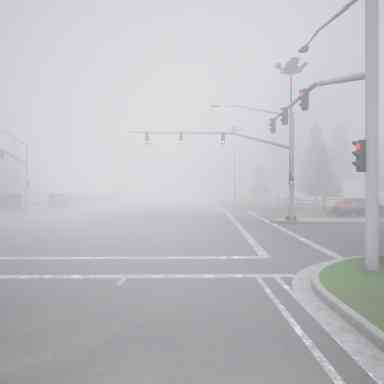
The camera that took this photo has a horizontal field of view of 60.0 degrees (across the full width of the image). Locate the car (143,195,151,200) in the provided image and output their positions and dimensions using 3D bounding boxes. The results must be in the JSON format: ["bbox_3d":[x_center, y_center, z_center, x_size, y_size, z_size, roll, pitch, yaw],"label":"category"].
[{"bbox_3d":[-12.431,1.553,91.540,1.812,1.442,4.674,0,0,0],"label":"car"}]

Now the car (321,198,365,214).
[{"bbox_3d":[15.207,1.362,32.733,4.553,1.767,2.097,0,0,-1],"label":"car"}]

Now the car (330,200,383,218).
[{"bbox_3d":[15.122,1.610,29.231,4.718,1.301,1.895,0,0,-1],"label":"car"}]

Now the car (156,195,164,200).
[{"bbox_3d":[-8.931,1.569,91.545,2.033,1.411,5.357,0,0,0],"label":"car"}]
